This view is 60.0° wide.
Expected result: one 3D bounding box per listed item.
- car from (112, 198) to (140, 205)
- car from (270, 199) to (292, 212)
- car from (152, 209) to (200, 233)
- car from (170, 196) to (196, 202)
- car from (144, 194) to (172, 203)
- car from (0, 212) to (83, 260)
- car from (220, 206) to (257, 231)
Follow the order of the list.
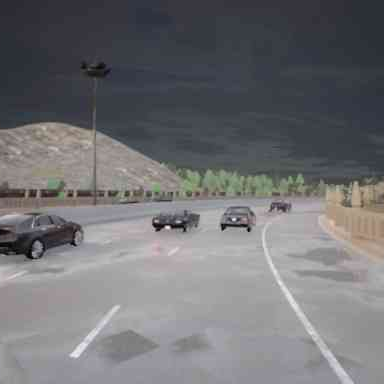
[{"bbox_3d":[-9.430,1.566,47.724,1.882,1.535,5.008,0,0,27],"label":"car"},{"bbox_3d":[10.939,1.670,40.846,1.837,1.490,4.892,0,0,28],"label":"car"},{"bbox_3d":[-0.811,1.650,20.237,1.895,1.301,4.718,0,0,13],"label":"car"},{"bbox_3d":[-0.763,1.527,49.067,1.895,1.301,4.718,0,0,30],"label":"car"},{"bbox_3d":[-4.827,1.380,48.964,2.150,2.045,5.566,0,0,29],"label":"car"},{"bbox_3d":[-5.823,1.508,12.471,1.837,1.490,4.892,0,0,7],"label":"car"},{"bbox_3d":[3.031,1.620,21.290,2.033,1.411,5.357,0,0,15],"label":"car"}]
